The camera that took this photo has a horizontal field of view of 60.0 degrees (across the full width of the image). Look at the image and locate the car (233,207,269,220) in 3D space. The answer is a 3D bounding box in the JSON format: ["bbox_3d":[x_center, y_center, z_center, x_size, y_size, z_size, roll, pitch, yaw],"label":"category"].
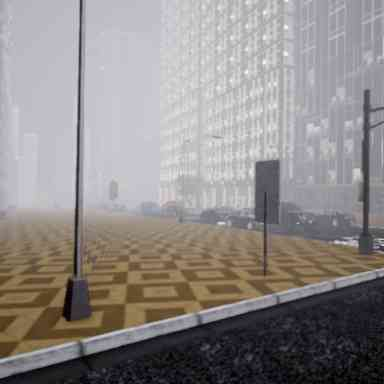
[{"bbox_3d":[6.772,2.421,38.441,1.947,1.339,4.313,0,-1,-26],"label":"car"}]

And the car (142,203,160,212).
[{"bbox_3d":[-7.740,2.865,62.060,1.837,1.490,4.892,1,-2,-26],"label":"car"}]

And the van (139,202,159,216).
[{"bbox_3d":[-5.695,2.270,44.880,1.690,1.788,3.998,0,-1,-26],"label":"van"}]

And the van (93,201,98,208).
[{"bbox_3d":[-20.499,2.960,75.201,1.690,1.788,3.998,0,-1,-26],"label":"van"}]

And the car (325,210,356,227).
[{"bbox_3d":[11.707,2.187,28.333,2.008,1.369,4.403,0,-1,-26],"label":"car"}]

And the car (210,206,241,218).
[{"bbox_3d":[4.305,2.532,43.495,1.947,1.339,4.313,0,-1,-26],"label":"car"}]

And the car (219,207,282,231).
[{"bbox_3d":[4.177,2.038,24.659,2.008,1.369,4.403,0,-1,-26],"label":"car"}]

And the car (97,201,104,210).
[{"bbox_3d":[-18.031,3.047,70.144,1.887,1.381,4.507,0,-1,-26],"label":"car"}]

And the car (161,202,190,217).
[{"bbox_3d":[-1.939,2.415,43.141,1.837,1.490,4.892,1,-1,-26],"label":"car"}]

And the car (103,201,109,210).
[{"bbox_3d":[-15.489,2.907,64.938,1.752,1.417,4.829,0,-1,-26],"label":"car"}]

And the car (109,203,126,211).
[{"bbox_3d":[-13.096,2.821,60.036,2.008,1.369,4.403,0,-1,-26],"label":"car"}]

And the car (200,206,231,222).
[{"bbox_3d":[2.478,2.277,34.088,1.994,1.385,4.181,1,-2,-25],"label":"car"}]

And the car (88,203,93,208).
[{"bbox_3d":[-25.433,3.399,85.305,1.887,1.381,4.507,0,-1,-26],"label":"car"}]

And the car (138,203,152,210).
[{"bbox_3d":[-10.500,3.233,73.817,1.802,1.307,4.206,0,-1,-26],"label":"car"}]

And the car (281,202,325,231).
[{"bbox_3d":[6.859,1.741,25.105,2.150,2.045,5.566,1,-2,-26],"label":"car"}]
